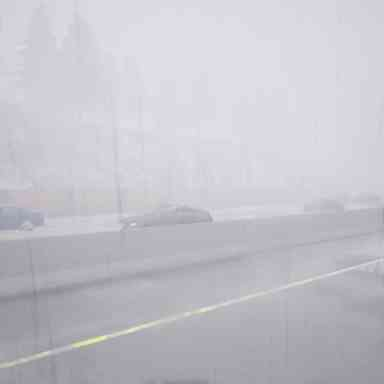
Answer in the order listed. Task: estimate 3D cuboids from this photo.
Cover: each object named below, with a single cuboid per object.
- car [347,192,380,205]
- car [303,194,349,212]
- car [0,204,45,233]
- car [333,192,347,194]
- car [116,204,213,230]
[{"bbox_3d":[22.438,0.799,42.895,5.008,1.535,1.882,-2,1,-40],"label":"car"},{"bbox_3d":[11.887,1.138,30.078,4.181,1.385,1.994,-1,1,-37],"label":"car"},{"bbox_3d":[-10.639,1.451,17.882,5.008,1.535,1.882,-1,1,-36],"label":"car"},{"bbox_3d":[20.165,0.828,45.525,4.892,1.490,1.837,-2,2,-38],"label":"car"},{"bbox_3d":[-1.227,1.362,16.043,4.902,1.511,2.128,-1,1,-36],"label":"car"}]
